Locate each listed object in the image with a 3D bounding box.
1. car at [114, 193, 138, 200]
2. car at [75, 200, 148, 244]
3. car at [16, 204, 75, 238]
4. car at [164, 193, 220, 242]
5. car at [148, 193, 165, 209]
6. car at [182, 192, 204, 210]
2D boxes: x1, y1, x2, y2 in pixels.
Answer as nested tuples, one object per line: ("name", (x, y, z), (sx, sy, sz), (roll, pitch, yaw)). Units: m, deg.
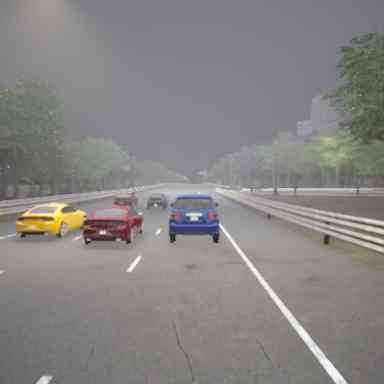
("car", (-6.914, 0.821, 35.105), (1.882, 1.535, 5.008), (0, 2, 0))
("car", (-3.407, 1.355, 15.179), (1.882, 1.535, 5.008), (0, 1, 0))
("car", (-6.906, 1.325, 16.848), (1.882, 1.535, 5.008), (0, 1, 0))
("car", (0.106, 1.088, 15.839), (2.150, 2.045, 5.566), (0, 1, 0))
("car", (-3.413, 0.895, 33.636), (1.837, 1.490, 4.892), (0, 2, 0))
("car", (0.086, 0.885, 33.532), (2.128, 1.511, 4.902), (0, 2, 0))
